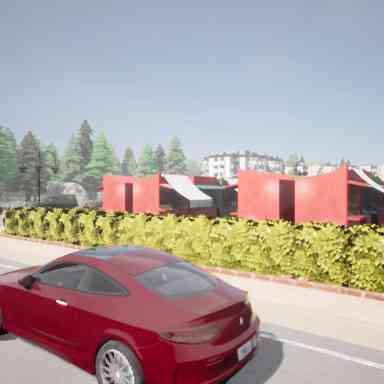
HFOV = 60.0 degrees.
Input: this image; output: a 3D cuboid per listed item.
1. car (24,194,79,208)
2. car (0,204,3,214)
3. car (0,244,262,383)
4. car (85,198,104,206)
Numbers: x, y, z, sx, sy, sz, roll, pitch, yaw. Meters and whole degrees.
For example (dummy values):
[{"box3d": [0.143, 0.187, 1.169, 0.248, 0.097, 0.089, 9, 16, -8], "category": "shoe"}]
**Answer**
[{"box3d": [-14.481, 1.271, 34.369, 2.150, 2.045, 5.566, 0, 1, 36], "category": "car"}, {"box3d": [-20.747, 1.409, 31.728, 2.097, 1.767, 4.553, 0, 0, 36], "category": "car"}, {"box3d": [-1.298, 1.526, 4.916, 4.674, 1.442, 1.812, 0, 0, 36], "category": "car"}, {"box3d": [-11.734, 1.533, 44.040, 1.882, 1.535, 5.008, 0, 0, 36], "category": "car"}]
